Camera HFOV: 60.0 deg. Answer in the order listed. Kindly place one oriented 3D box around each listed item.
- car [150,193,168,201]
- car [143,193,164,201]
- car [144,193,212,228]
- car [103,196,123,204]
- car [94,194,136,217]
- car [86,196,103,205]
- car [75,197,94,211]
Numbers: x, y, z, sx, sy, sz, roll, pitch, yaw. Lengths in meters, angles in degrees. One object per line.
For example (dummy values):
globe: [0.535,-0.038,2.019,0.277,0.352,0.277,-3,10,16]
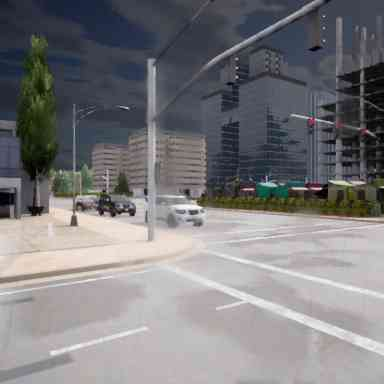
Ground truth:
car: [-7.805,1.156,78.660,3.866,1.878,1.905,0,0,-34]
car: [-9.384,1.153,81.086,4.605,1.855,1.932,0,0,-34]
car: [-1.338,1.224,22.475,2.150,2.045,5.566,0,0,-33]
car: [-15.330,1.547,64.133,2.033,1.411,5.357,0,0,-34]
car: [-7.244,1.221,31.683,2.150,2.045,5.566,0,0,-33]
car: [-18.287,1.564,62.235,1.994,1.385,4.181,0,0,-33]
car: [-12.797,1.526,40.354,1.812,1.442,4.674,0,0,-32]
